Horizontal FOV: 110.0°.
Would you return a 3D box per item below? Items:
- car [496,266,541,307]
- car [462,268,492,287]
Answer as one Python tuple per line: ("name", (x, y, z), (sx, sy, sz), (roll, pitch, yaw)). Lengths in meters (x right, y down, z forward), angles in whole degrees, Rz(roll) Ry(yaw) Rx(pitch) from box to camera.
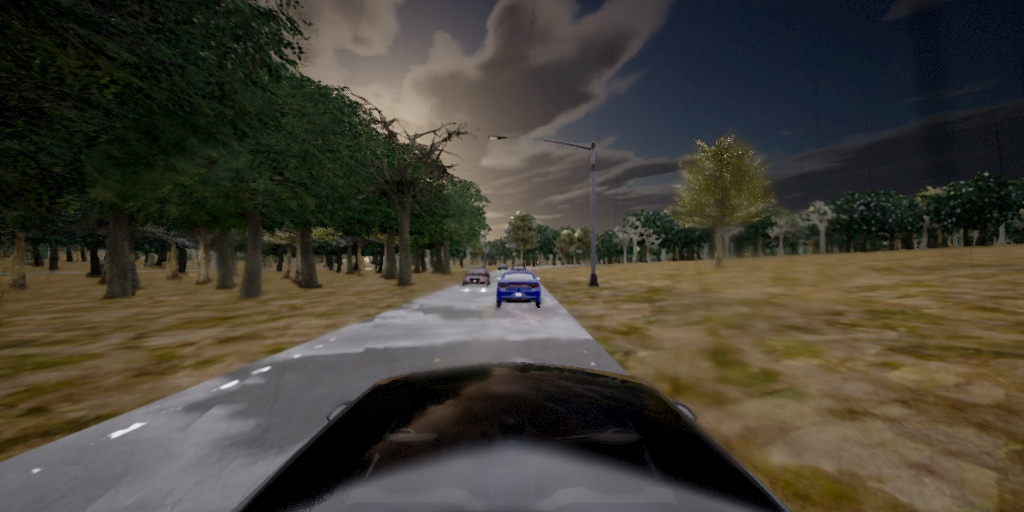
("car", (0.307, 1.426, 16.808), (1.882, 1.535, 5.008), (0, -1, 1))
("car", (-2.686, 1.659, 28.098), (1.994, 1.385, 4.181), (0, -1, 1))
